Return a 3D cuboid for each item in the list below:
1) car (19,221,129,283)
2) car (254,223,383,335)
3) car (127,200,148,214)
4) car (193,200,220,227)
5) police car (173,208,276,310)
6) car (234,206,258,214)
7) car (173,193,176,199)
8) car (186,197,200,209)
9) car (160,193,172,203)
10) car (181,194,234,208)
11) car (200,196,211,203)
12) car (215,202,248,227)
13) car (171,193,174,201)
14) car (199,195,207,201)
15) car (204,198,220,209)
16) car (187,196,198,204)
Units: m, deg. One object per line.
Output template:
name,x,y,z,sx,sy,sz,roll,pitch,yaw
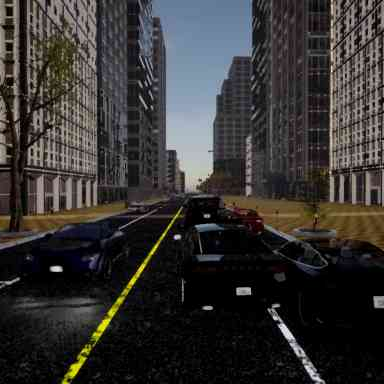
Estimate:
car,-3.086,1.562,9.554,1.994,1.385,4.181,0,0,0
car,2.694,1.564,6.698,1.947,1.339,4.313,-1,0,0
car,-5.645,1.539,34.913,2.008,1.369,4.403,-1,0,0
car,0.937,1.448,24.152,1.801,1.575,5.366,0,0,0
police car,0.619,1.423,8.029,1.930,1.638,5.238,0,0,-5
car,2.710,1.540,17.983,1.887,1.381,4.507,-1,0,0
car,-5.572,1.271,85.686,2.192,1.841,5.009,-1,0,0
car,0.120,1.461,46.568,1.882,1.535,5.008,0,0,1
car,-5.595,1.495,68.592,1.752,1.417,4.829,-1,0,0
car,0.693,1.210,17.983,2.150,2.045,5.566,-1,0,0
car,2.786,1.520,68.768,2.008,1.369,4.403,-1,0,0
car,2.719,1.518,23.796,1.752,1.417,4.829,-1,0,0
car,-5.586,1.547,74.403,1.802,1.307,4.206,-1,0,0
car,2.812,1.506,85.697,2.008,1.369,4.403,-1,0,0
car,2.752,1.528,46.198,1.887,1.381,4.507,-1,0,0
car,0.094,1.522,62.011,2.033,1.411,5.357,0,0,0
